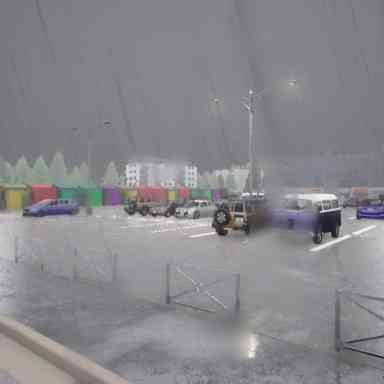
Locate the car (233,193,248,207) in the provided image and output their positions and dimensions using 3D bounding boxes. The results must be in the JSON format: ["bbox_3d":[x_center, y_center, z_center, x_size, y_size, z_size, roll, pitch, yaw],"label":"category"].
[{"bbox_3d":[9.927,1.451,61.137,1.970,1.475,3.806,0,0,39],"label":"car"}]

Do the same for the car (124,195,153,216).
[{"bbox_3d":[-3.982,1.209,30.469,1.932,1.855,4.605,0,0,39],"label":"car"}]

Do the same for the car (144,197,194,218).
[{"bbox_3d":[-1.864,1.419,28.821,1.784,1.438,3.905,0,0,39],"label":"car"}]

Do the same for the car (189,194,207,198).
[{"bbox_3d":[1.171,1.209,45.671,1.932,1.855,4.605,0,0,39],"label":"car"}]

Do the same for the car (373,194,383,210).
[{"bbox_3d":[27.454,1.212,46.998,1.905,1.878,3.866,0,0,39],"label":"car"}]

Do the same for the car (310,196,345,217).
[{"bbox_3d":[14.367,1.451,35.117,1.970,1.475,3.806,0,0,39],"label":"car"}]

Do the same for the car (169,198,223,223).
[{"bbox_3d":[0.387,1.451,27.000,1.970,1.475,3.806,0,0,39],"label":"car"}]

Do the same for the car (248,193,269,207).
[{"bbox_3d":[12.171,1.212,59.308,1.905,1.878,3.866,0,0,39],"label":"car"}]

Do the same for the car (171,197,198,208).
[{"bbox_3d":[-1.041,1.419,47.542,1.784,1.438,3.905,0,0,39],"label":"car"}]
